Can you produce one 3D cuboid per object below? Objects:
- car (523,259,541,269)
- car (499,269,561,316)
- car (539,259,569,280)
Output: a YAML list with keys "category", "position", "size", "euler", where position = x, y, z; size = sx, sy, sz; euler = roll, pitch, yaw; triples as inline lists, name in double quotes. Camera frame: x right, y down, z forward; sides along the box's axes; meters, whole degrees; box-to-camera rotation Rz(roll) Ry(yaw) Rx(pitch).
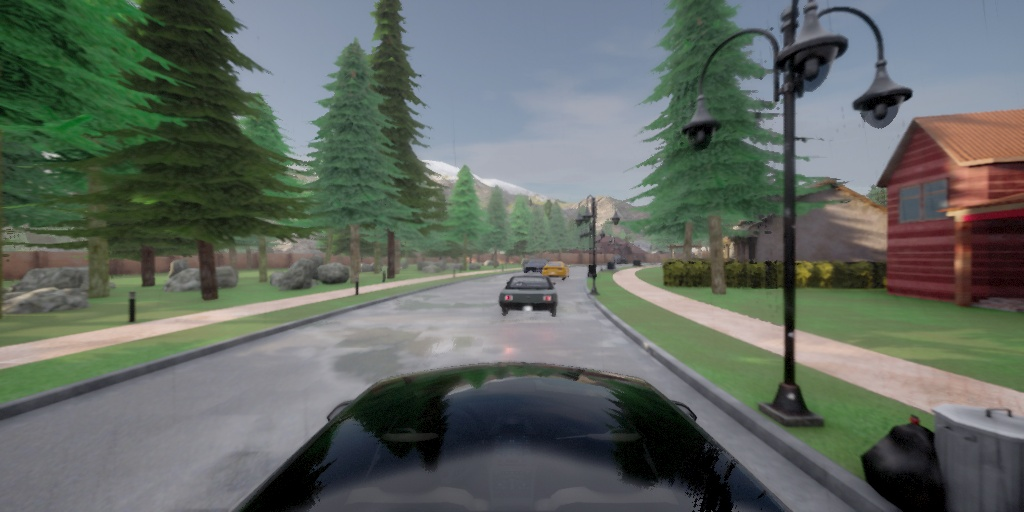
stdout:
- category: "car"
  position: [2.732, 1.083, 40.030]
  size: [2.097, 1.767, 4.553]
  euler: [0, 0, 19]
- category: "car"
  position: [0.708, 1.345, 13.385]
  size: [1.895, 1.301, 4.718]
  euler: [0, 0, 5]
- category: "car"
  position: [3.892, 1.213, 31.194]
  size: [1.882, 1.535, 5.008]
  euler: [0, 0, 14]
